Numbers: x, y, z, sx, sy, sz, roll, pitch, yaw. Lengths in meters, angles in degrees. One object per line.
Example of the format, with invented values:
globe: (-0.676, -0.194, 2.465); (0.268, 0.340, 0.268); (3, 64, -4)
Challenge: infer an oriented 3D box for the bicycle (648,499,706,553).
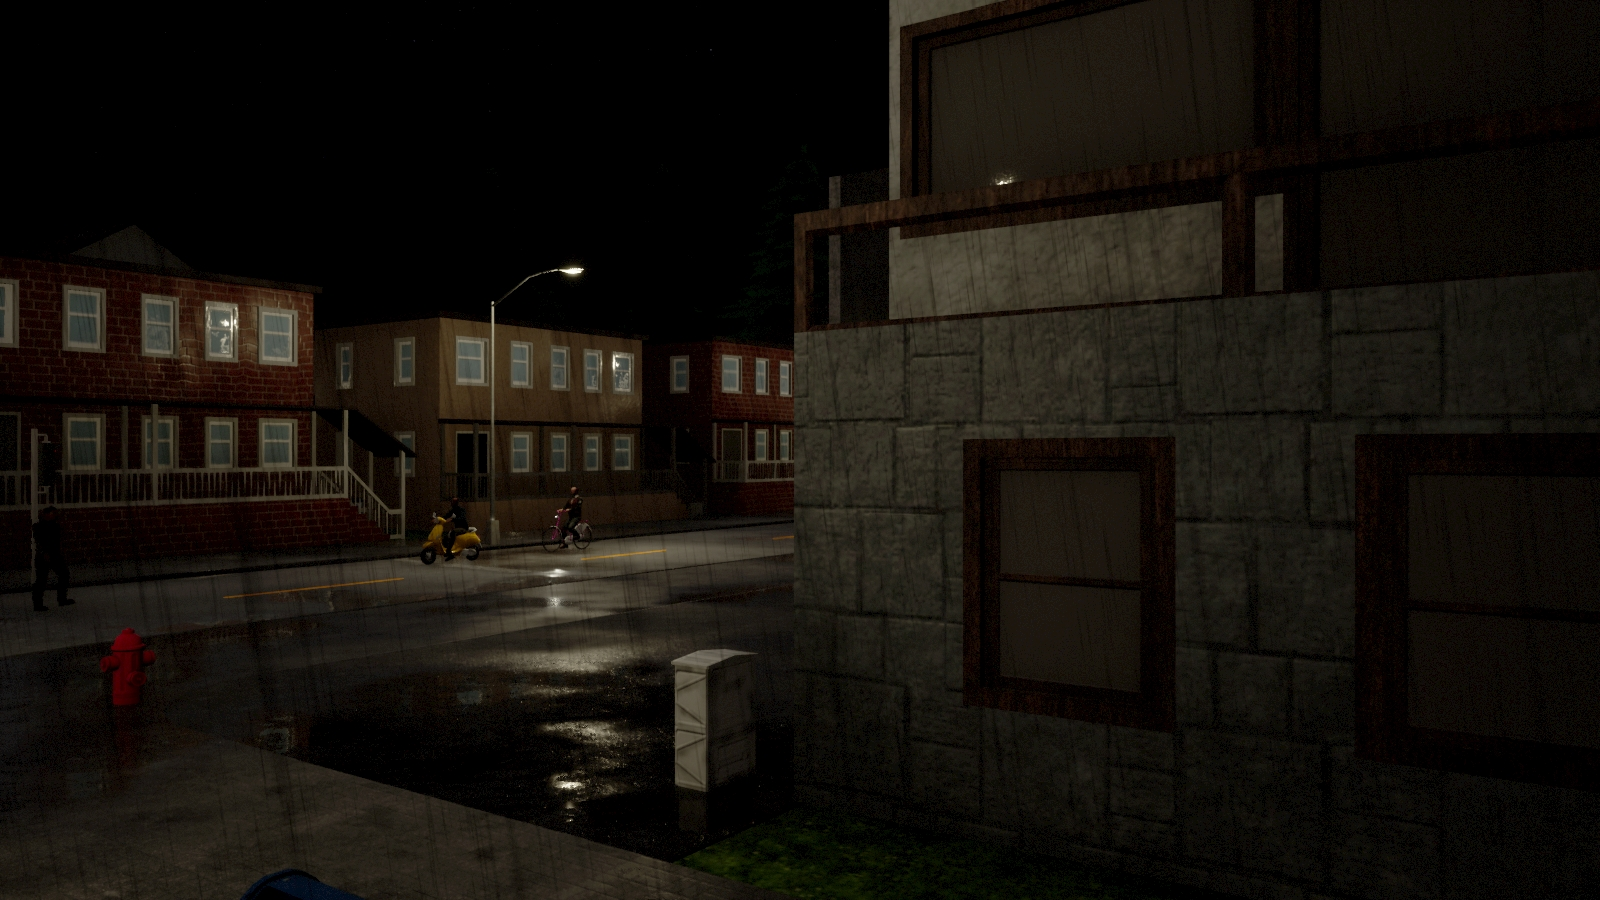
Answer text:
bicycle: (-3.119, 1.932, 29.174); (0.329, 1.271, 1.835); (0, 0, 35)

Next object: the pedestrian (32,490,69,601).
pedestrian: (-12.834, 1.619, 19.573); (0.375, 1.860, 0.375); (0, 0, 15)
